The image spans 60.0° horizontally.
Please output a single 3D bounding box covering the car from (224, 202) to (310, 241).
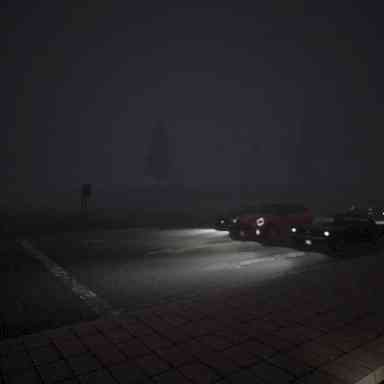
[{"bbox_3d":[4.169,1.350,16.766,4.553,1.767,2.097,0,0,-35],"label":"car"}]

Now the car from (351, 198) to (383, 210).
[{"bbox_3d":[16.042,1.349,29.478,4.553,1.767,2.097,0,0,-35],"label":"car"}]

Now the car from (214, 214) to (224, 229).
[{"bbox_3d":[3.392,1.562,20.503,4.181,1.385,1.994,0,0,-35],"label":"car"}]

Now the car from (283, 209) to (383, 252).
[{"bbox_3d":[6.241,1.600,13.949,4.718,1.301,1.895,0,0,-35],"label":"car"}]
